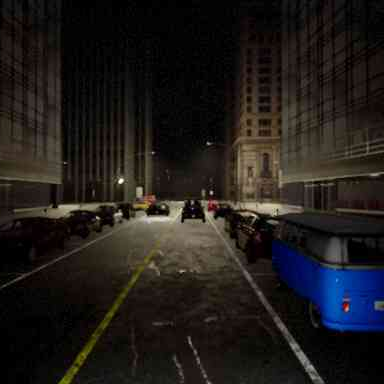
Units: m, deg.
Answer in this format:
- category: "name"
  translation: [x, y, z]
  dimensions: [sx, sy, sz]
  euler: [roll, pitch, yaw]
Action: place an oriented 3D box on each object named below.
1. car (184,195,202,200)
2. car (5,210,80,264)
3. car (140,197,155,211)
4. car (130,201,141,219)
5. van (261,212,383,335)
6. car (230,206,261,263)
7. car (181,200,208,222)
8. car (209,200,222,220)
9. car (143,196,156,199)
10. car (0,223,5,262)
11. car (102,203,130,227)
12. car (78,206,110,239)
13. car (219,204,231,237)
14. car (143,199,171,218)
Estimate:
- category: "car"
  translation: [0.096, 1.352, 43.706]
  dimensions: [2.150, 2.045, 5.566]
  euler: [0, 0, 0]
- category: "car"
  translation: [-5.850, 1.561, 11.943]
  dimensions: [1.887, 1.381, 4.507]
  euler: [1, 0, 0]
- category: "car"
  translation: [-5.855, 1.633, 39.069]
  dimensions: [1.752, 1.417, 4.829]
  euler: [0, 0, 0]
- category: "car"
  translation: [-5.853, 1.628, 28.321]
  dimensions: [1.947, 1.339, 4.313]
  euler: [1, 0, 0]
- category: "van"
  translation: [2.678, 1.348, 6.480]
  dimensions: [1.690, 1.788, 3.998]
  euler: [1, 0, 0]
- category: "car"
  translation: [2.676, 1.456, 11.940]
  dimensions: [1.967, 1.590, 4.097]
  euler: [1, 0, 0]
- category: "car"
  translation: [0.098, 1.581, 26.475]
  dimensions: [1.812, 1.442, 4.674]
  euler: [0, 0, 0]
- category: "car"
  translation: [2.671, 1.644, 28.318]
  dimensions: [1.802, 1.307, 4.206]
  euler: [0, 0, 0]
- category: "car"
  translation: [-5.854, 1.451, 44.700]
  dimensions: [2.192, 1.841, 5.009]
  euler: [0, 0, 0]
- category: "car"
  translation: [-5.848, 1.447, 6.484]
  dimensions: [1.967, 1.590, 4.097]
  euler: [1, 0, 0]
- category: "car"
  translation: [-5.852, 1.594, 22.862]
  dimensions: [2.008, 1.369, 4.403]
  euler: [1, 0, 0]
- category: "car"
  translation: [-5.852, 1.610, 17.402]
  dimensions: [1.802, 1.307, 4.206]
  euler: [1, 0, 0]
- category: "car"
  translation: [2.674, 1.573, 17.399]
  dimensions: [1.887, 1.381, 4.507]
  euler: [1, 0, 0]
- category: "car"
  translation: [-3.095, 1.638, 31.448]
  dimensions: [1.994, 1.385, 4.181]
  euler: [0, 0, 0]
